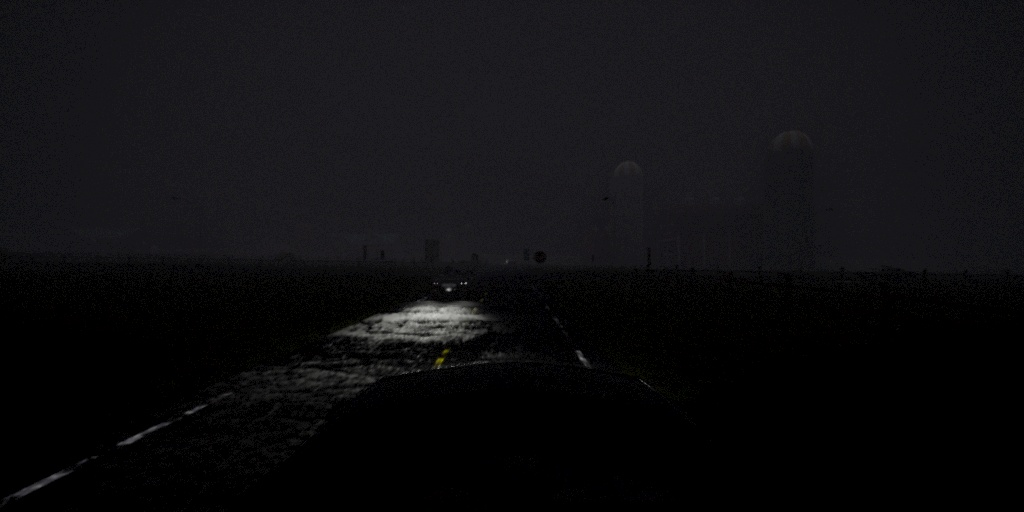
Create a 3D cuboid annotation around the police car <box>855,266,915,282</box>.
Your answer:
[{"bbox_3d":[39.002,1.837,37.634,5.238,1.638,1.930,1,-1,0],"label":"police car"}]

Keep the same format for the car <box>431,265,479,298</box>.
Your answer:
[{"bbox_3d":[-2.809,1.242,18.431,2.128,1.511,4.902,0,0,0],"label":"car"}]
